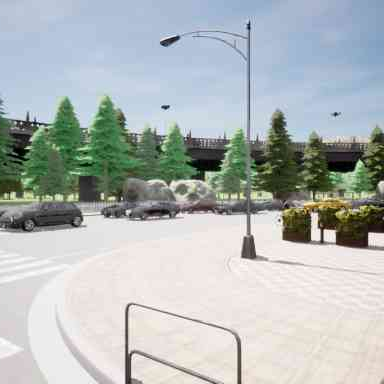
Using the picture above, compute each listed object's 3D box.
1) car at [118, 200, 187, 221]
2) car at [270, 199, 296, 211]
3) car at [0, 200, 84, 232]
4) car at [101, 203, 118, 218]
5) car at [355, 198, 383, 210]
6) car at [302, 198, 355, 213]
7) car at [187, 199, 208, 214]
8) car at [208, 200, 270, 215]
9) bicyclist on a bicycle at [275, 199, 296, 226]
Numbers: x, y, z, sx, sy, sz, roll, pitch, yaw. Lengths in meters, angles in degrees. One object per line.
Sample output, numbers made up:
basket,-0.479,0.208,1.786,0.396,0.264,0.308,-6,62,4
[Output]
car,-3.144,1.436,27.121,4.902,1.511,2.128,0,0,-44
car,9.877,1.508,38.692,4.181,1.385,1.994,0,0,-14
car,-8.940,1.297,20.050,2.097,1.767,4.553,0,0,37
car,-5.844,1.508,29.215,1.994,1.385,4.181,0,0,45
car,21.203,1.436,40.158,4.902,1.511,2.128,0,0,3
car,14.555,1.422,36.275,5.008,1.535,1.882,0,0,-7
car,0.809,1.470,34.699,4.674,1.442,1.812,0,0,-30
car,4.683,1.492,33.045,5.357,1.411,2.033,0,0,-26
bicyclist on a bicycle,5.581,1.245,19.574,0.582,1.620,1.656,0,0,-44
